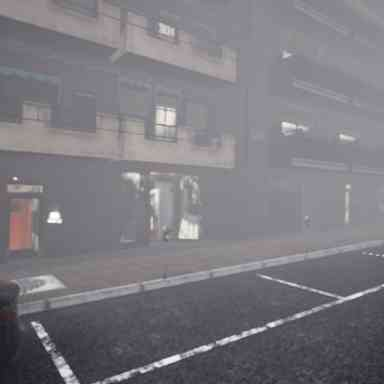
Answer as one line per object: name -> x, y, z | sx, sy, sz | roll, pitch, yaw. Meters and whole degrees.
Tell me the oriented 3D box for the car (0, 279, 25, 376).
car -> -4.011, 1.570, 3.217 | 4.313, 1.339, 1.947 | 0, 2, -35
